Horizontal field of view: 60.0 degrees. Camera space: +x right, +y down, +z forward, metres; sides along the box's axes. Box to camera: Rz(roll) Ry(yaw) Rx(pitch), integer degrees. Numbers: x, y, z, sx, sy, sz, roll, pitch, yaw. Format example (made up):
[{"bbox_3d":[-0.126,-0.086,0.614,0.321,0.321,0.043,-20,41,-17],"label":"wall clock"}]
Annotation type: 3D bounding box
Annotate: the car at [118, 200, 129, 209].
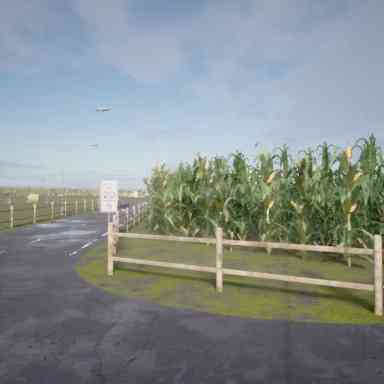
[{"bbox_3d":[-11.071,1.876,52.077,1.994,1.385,4.181,1,0,-4],"label":"car"}]
